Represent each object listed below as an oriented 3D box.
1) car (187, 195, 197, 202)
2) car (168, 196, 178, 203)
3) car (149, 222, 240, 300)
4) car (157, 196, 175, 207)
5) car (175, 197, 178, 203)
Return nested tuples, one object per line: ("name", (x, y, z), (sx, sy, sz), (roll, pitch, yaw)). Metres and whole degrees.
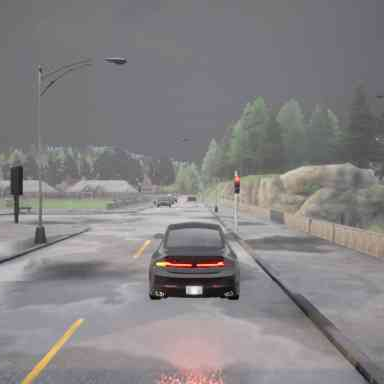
("car", (-0.020, 1.324, 70.981), (1.882, 1.535, 5.008), (0, 0, 0))
("car", (-4.019, 1.595, 69.926), (1.895, 1.301, 4.718), (0, 0, 0))
("car", (0.058, 1.505, 8.363), (1.837, 1.490, 4.892), (0, 0, 0))
("car", (-4.109, 1.564, 49.729), (1.994, 1.385, 4.181), (0, 0, 0))
("car", (-4.094, 1.505, 59.744), (1.837, 1.490, 4.892), (0, 0, 0))
